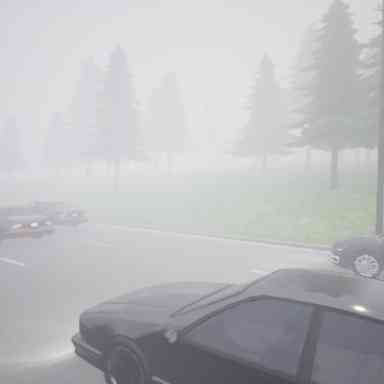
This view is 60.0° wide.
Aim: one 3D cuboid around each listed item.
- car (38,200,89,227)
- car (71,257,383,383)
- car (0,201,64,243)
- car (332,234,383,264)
[{"bbox_3d":[-7.920,1.147,18.071,5.357,1.411,2.033,2,1,35],"label":"car"},{"bbox_3d":[1.182,1.528,3.143,5.357,1.411,2.033,2,1,35],"label":"car"},{"bbox_3d":[-7.914,1.207,13.793,5.357,1.411,2.033,2,1,35],"label":"car"},{"bbox_3d":[6.109,1.508,8.237,4.892,1.490,1.837,2,1,35],"label":"car"}]
